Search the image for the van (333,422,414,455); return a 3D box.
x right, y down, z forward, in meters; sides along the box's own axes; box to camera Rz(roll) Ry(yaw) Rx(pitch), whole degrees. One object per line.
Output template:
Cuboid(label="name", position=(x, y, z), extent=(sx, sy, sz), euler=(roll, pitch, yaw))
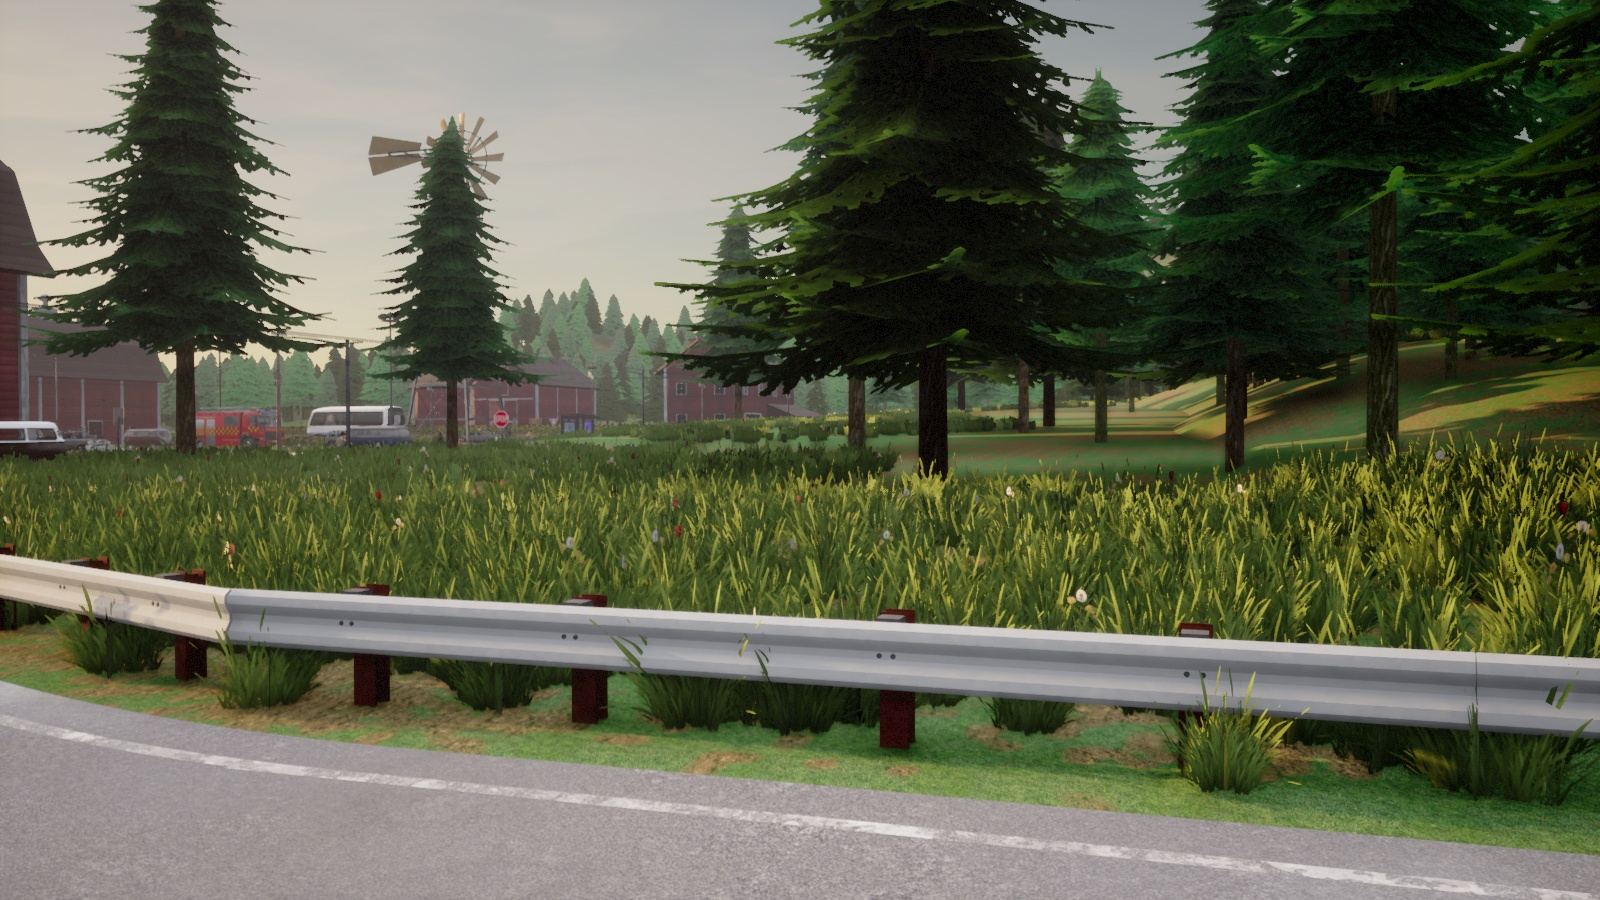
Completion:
Cuboid(label="van", position=(-26.347, -0.709, 77.632), extent=(4.442, 1.987, 1.775), euler=(0, 1, 12))

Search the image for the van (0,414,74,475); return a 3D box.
Cuboid(label="van", position=(-27.930, -0.204, 43.574), extent=(2.069, 2.038, 4.480), euler=(0, 1, 19))

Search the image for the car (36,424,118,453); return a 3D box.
Cuboid(label="car", position=(-46.116, -0.750, 80.149), extent=(4.605, 1.855, 1.932), euler=(0, 1, 18))
